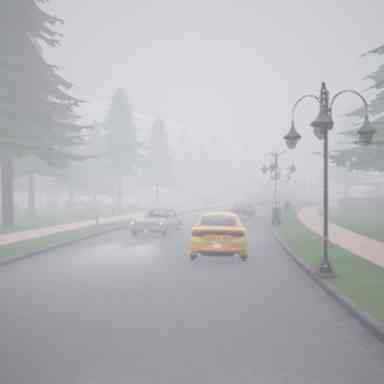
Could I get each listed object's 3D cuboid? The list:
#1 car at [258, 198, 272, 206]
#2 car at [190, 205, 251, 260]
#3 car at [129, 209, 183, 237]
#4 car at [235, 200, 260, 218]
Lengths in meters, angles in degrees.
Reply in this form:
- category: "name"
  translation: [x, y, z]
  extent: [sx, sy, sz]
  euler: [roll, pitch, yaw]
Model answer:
- category: "car"
  translation: [12.122, 1.688, 57.013]
  extent: [1.895, 1.301, 4.718]
  euler: [0, 0, 30]
- category: "car"
  translation: [1.055, 1.493, 12.631]
  extent: [1.882, 1.535, 5.008]
  euler: [0, 0, 6]
- category: "car"
  translation: [-1.862, 1.614, 18.372]
  extent: [1.895, 1.301, 4.718]
  euler: [0, 0, 10]
- category: "car"
  translation: [4.900, 1.644, 31.065]
  extent: [1.895, 1.301, 4.718]
  euler: [0, 0, 17]
